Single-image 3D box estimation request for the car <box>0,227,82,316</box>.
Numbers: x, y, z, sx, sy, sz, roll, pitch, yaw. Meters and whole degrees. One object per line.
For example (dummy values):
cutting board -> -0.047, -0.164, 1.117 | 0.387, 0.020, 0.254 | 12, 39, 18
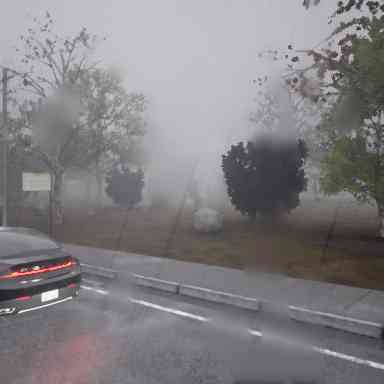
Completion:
car -> -4.342, 1.505, 7.087 | 4.892, 1.490, 1.837 | 0, 0, 37
